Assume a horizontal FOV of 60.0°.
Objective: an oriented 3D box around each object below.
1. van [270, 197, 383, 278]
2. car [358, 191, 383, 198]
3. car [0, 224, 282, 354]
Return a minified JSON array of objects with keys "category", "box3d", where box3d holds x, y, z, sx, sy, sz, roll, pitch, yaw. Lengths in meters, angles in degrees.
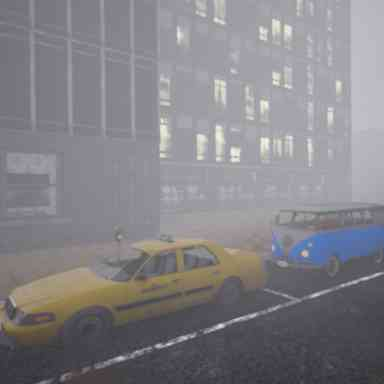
[{"category":"van","box3d":[3.928,1.199,9.357,3.998,1.788,1.690,-1,1,-36]},{"category":"car","box3d":[24.922,0.563,45.380,1.802,1.307,4.206,0,1,-36]},{"category":"car","box3d":[-0.717,1.478,6.045,4.829,1.417,1.752,-1,1,-36]}]
